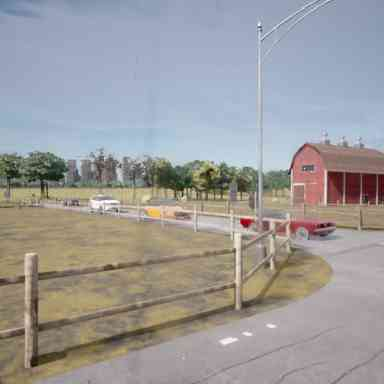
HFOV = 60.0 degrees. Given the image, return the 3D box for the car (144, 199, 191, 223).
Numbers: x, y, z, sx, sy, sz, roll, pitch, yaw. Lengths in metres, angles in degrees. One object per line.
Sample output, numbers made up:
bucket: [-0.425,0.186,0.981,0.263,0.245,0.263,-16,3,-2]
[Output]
car: [-2.028,1.398,26.654,2.097,1.767,4.553,-1,0,-35]

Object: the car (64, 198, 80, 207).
car: [-21.593,1.840,59.617,1.837,1.490,4.892,-1,0,-35]

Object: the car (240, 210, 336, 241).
car: [4.862,1.628,17.281,1.895,1.301,4.718,-1,1,-39]

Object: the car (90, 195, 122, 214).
car: [-9.901,1.345,37.869,2.150,2.045,5.566,-1,0,-35]
